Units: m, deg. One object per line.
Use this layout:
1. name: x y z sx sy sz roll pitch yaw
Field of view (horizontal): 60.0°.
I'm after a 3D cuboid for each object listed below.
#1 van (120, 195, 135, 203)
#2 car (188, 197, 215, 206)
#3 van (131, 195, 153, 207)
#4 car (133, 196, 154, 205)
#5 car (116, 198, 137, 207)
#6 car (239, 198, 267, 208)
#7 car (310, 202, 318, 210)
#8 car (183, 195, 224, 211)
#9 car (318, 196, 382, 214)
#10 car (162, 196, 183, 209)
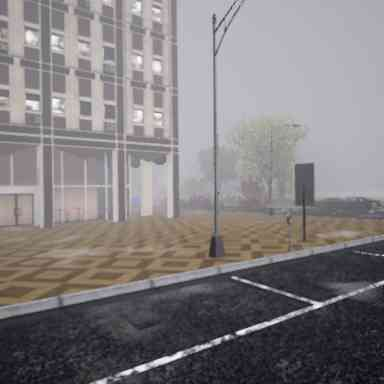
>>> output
1. van: -14.613 1.616 75.373 1.690 1.788 3.998 -2 0 -36
2. car: 1.490 1.489 52.828 2.008 1.369 4.403 -2 0 -36
3. van: -8.066 1.461 52.642 1.690 1.788 3.998 -2 0 -36
4. car: -9.330 1.636 63.583 1.882 1.535 5.008 -1 0 -36
5. car: -11.282 1.770 57.158 1.802 1.307 4.206 -2 0 -36
6. car: 8.005 1.384 43.863 1.802 1.307 4.206 -2 0 -36
7. car: 14.474 1.250 34.863 1.802 1.307 4.206 -2 0 -36
8. car: 1.525 1.235 39.043 2.192 1.841 5.009 -2 0 -36
9. car: 14.511 1.153 30.188 2.128 1.511 4.902 -1 0 -36
10. car: -1.653 1.552 43.586 1.947 1.339 4.313 -2 0 -36
